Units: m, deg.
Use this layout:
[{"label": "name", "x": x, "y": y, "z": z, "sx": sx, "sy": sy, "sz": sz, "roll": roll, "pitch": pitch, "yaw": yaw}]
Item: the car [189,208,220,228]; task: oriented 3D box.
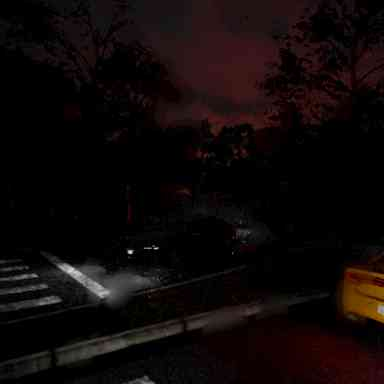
[{"label": "car", "x": 1.025, "y": 2.257, "z": 30.001, "sx": 2.128, "sy": 1.511, "sz": 4.902, "roll": 4, "pitch": -3, "yaw": -5}]

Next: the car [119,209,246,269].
[{"label": "car", "x": -0.268, "y": 1.537, "z": 11.505, "sx": 1.837, "sy": 1.490, "sz": 4.892, "roll": 2, "pitch": 0, "yaw": 39}]

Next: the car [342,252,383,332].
[{"label": "car", "x": 4.861, "y": 1.628, "z": 6.066, "sx": 5.008, "sy": 1.535, "sz": 1.882, "roll": 2, "pitch": -2, "yaw": -32}]

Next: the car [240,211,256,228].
[{"label": "car", "x": 4.077, "y": 2.500, "z": 31.131, "sx": 2.128, "sy": 1.511, "sz": 4.902, "roll": 3, "pitch": -3, "yaw": -3}]

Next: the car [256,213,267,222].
[{"label": "car", "x": 8.536, "y": 3.651, "z": 49.385, "sx": 5.357, "sy": 1.411, "sz": 2.033, "roll": 5, "pitch": -3, "yaw": -25}]
